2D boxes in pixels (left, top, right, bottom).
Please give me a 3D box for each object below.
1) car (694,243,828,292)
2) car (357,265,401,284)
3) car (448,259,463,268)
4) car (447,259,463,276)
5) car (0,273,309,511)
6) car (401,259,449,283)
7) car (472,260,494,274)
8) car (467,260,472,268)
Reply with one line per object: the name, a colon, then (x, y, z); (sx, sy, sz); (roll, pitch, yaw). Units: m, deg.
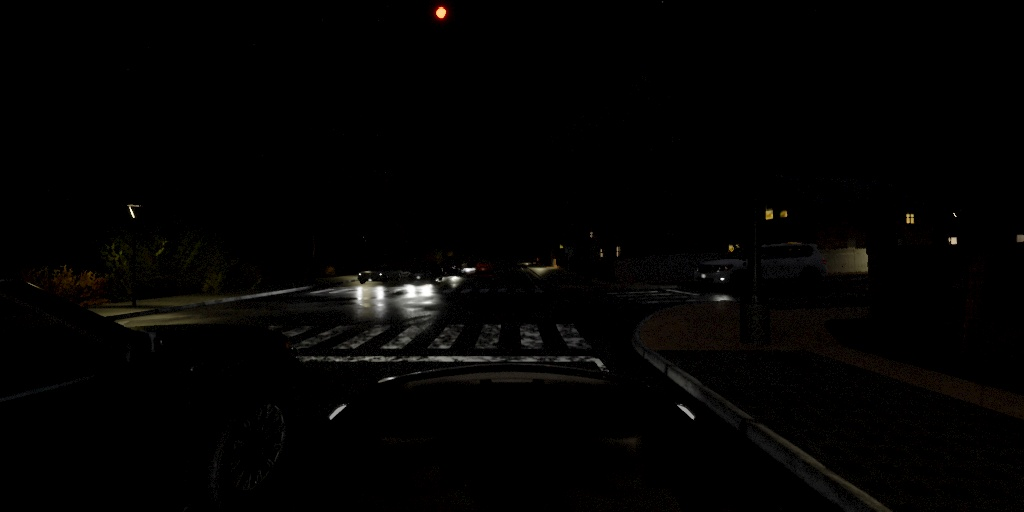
car: (11.505, 0.489, 16.702); (5.566, 2.045, 2.150); (-2, -1, -6)
car: (-9.848, 1.363, 27.070); (1.895, 1.301, 4.718); (0, 0, 0)
car: (-9.749, 1.330, 62.360); (1.812, 1.442, 4.674); (0, 0, 0)
car: (-6.590, 1.127, 37.599); (2.097, 1.767, 4.553); (0, 0, 0)
car: (-3.159, 0.972, 1.207); (2.150, 2.045, 5.566); (0, 0, 2)
car: (-6.596, 1.254, 27.731); (2.128, 1.511, 4.902); (0, 0, 0)
car: (-3.146, 1.253, 41.543); (1.882, 1.535, 5.008); (0, 0, 0)
car: (-6.513, 1.402, 60.620); (1.895, 1.301, 4.718); (0, 0, 0)
